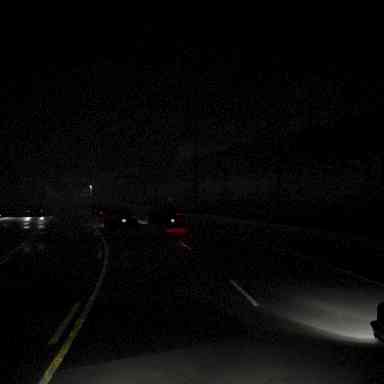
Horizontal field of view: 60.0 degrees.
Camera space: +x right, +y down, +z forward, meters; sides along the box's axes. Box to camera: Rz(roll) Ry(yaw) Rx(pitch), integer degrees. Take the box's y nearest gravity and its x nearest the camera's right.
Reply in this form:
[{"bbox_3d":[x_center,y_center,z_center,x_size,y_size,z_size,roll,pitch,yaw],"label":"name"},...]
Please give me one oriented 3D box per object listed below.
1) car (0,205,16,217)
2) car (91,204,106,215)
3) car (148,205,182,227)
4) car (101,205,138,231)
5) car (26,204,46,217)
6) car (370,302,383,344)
[{"bbox_3d":[-22.187,2.249,39.542,2.033,1.411,5.357,-1,-1,-20],"label":"car"},{"bbox_3d":[-11.444,2.169,41.277,1.895,1.301,4.718,-1,-1,-20],"label":"car"},{"bbox_3d":[-2.181,1.791,25.887,1.837,1.490,4.892,0,0,-19],"label":"car"},{"bbox_3d":[-5.091,1.867,23.561,1.994,1.385,4.181,-1,-1,-19],"label":"car"},{"bbox_3d":[-18.439,2.153,39.492,1.837,1.490,4.892,-1,-1,-20],"label":"car"},{"bbox_3d":[3.548,1.543,2.188,2.033,1.411,5.357,0,-1,-4],"label":"car"}]
